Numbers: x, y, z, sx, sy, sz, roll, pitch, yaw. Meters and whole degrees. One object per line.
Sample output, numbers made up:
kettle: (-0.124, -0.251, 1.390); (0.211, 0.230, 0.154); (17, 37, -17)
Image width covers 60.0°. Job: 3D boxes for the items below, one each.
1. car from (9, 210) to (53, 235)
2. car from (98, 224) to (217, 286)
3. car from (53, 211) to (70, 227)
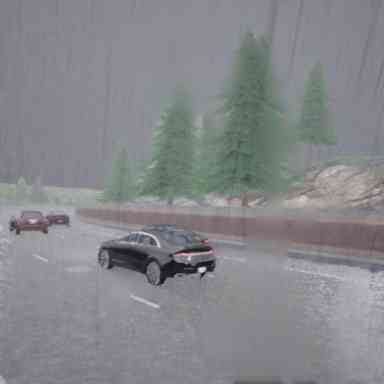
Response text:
car: (-12.299, 2.157, 24.911); (2.097, 1.767, 4.553); (4, -3, -35)
car: (-1.361, 1.984, 11.064); (2.128, 1.511, 4.902); (4, -4, -42)
car: (-13.675, 2.639, 33.444); (1.882, 1.535, 5.008); (3, -3, -31)
